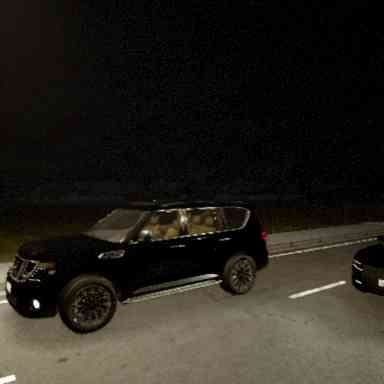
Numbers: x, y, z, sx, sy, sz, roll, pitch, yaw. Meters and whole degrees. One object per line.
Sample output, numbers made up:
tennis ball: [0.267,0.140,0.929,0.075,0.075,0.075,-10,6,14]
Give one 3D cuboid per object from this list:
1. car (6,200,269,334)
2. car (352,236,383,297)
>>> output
car: [-0.778,1.216,7.123,5.566,2.045,2.150,0,0,-35]
car: [5.690,1.464,7.747,5.008,1.535,1.882,0,0,-36]
